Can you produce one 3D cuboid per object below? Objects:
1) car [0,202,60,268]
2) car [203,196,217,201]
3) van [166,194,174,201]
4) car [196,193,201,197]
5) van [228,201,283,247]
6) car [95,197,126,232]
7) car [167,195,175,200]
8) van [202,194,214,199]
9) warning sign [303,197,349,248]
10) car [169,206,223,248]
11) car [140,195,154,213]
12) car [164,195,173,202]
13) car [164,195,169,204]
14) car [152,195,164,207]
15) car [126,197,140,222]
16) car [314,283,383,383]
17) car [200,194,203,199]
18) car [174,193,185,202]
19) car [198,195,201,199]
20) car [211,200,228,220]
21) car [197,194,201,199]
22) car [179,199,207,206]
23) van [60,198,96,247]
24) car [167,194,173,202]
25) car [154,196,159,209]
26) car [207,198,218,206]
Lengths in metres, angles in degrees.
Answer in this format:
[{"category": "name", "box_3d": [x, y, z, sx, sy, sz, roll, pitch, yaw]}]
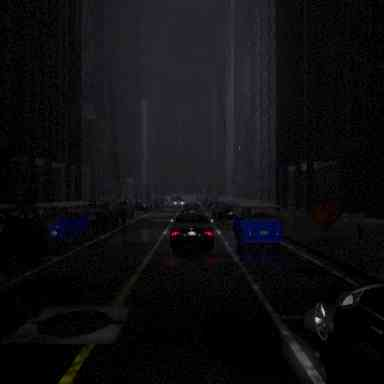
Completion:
[{"category": "car", "box_3d": [-5.760, 1.316, 9.034, 2.192, 1.841, 5.009, 0, 0, 0]}, {"category": "car", "box_3d": [2.764, 1.562, 42.706, 1.887, 1.381, 4.507, 0, 0, 0]}, {"category": "van", "box_3d": [-5.762, 1.408, 87.566, 1.690, 1.788, 3.998, 0, 0, 0]}, {"category": "car", "box_3d": [2.764, 1.374, 81.969, 2.192, 1.841, 5.009, 0, 0, 0]}, {"category": "van", "box_3d": [2.765, 1.343, 14.660, 1.690, 1.788, 3.998, 0, 0, 0]}, {"category": "car", "box_3d": [-5.761, 1.319, 20.253, 2.192, 1.841, 5.009, 0, 0, 0]}, {"category": "car", "box_3d": [-5.762, 1.515, 93.176, 1.967, 1.590, 4.097, 0, 0, 0]}, {"category": "van", "box_3d": [2.764, 1.363, 48.315, 1.690, 1.788, 3.998, 0, 0, 0]}, {"category": "warning sign", "box_3d": [5.066, 1.117, 12.650, 1.300, 1.860, 1.060, 0, 0, 0]}, {"category": "car", "box_3d": [0.000, 1.567, 14.650, 2.033, 1.411, 5.357, 0, 0, 0]}, {"category": "car", "box_3d": [-5.761, 1.454, 37.081, 1.967, 1.590, 4.097, 0, 0, 0]}, {"category": "car", "box_3d": [-5.762, 1.584, 81.787, 1.752, 1.417, 4.829, 0, 0, 0]}, {"category": "car", "box_3d": [-5.761, 1.598, 59.519, 1.947, 1.339, 4.313, 0, 0, 0]}, {"category": "car", "box_3d": [-5.761, 1.337, 48.300, 2.192, 1.841, 5.009, 0, 0, 0]}, {"category": "car", "box_3d": [-5.761, 1.322, 25.861, 2.192, 1.841, 5.009, 0, 0, 0]}, {"category": "car", "box_3d": [2.764, 1.566, 3.442, 1.947, 1.339, 4.313, 0, 0, 0]}, {"category": "car", "box_3d": [2.764, 1.466, 53.924, 1.967, 1.590, 4.097, 0, 0, 0]}, {"category": "car", "box_3d": [-3.000, 1.363, 76.760, 2.097, 1.767, 4.553, 0, 0, 0]}, {"category": "car", "box_3d": [2.764, 1.603, 65.142, 1.947, 1.339, 4.313, 0, 0, 0]}, {"category": "car", "box_3d": [2.764, 1.573, 25.878, 1.947, 1.339, 4.313, 0, 0, 0]}, {"category": "car", "box_3d": [2.763, 1.633, 76.360, 1.802, 1.307, 4.206, 0, 0, 0]}, {"category": "car", "box_3d": [0.000, 1.582, 29.650, 1.994, 1.385, 4.181, 0, 0, 0]}, {"category": "van", "box_3d": [-5.761, 1.343, 14.642, 1.690, 1.788, 3.998, 0, 0, 0]}, {"category": "car", "box_3d": [-5.761, 1.595, 70.738, 2.008, 1.369, 4.403, 0, 0, 0]}, {"category": "car", "box_3d": [-5.761, 1.568, 42.691, 2.008, 1.369, 4.403, 0, 0, 0]}, {"category": "car", "box_3d": [2.764, 1.576, 31.487, 1.947, 1.339, 4.313, 0, 0, 0]}]
